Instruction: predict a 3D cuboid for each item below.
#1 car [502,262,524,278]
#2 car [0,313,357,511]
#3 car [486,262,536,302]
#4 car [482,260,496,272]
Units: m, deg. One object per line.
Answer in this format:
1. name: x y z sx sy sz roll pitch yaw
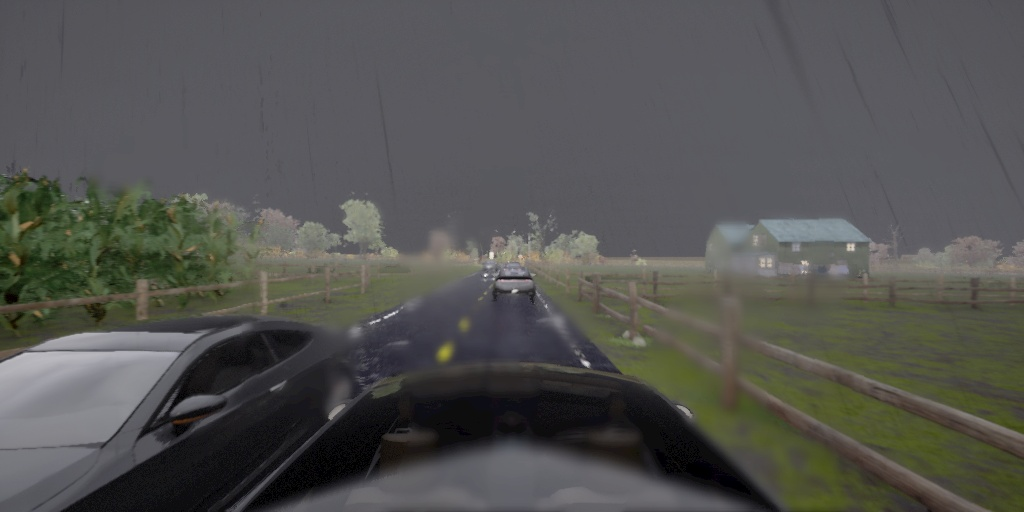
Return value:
1. car: 0.113 1.302 35.350 2.033 1.411 5.357 0 0 0
2. car: -2.849 1.275 2.780 1.812 1.442 4.674 0 0 0
3. car: 0.107 1.240 17.006 2.128 1.511 4.902 0 0 0
4. car: -2.810 1.256 46.720 2.128 1.511 4.902 0 0 0
